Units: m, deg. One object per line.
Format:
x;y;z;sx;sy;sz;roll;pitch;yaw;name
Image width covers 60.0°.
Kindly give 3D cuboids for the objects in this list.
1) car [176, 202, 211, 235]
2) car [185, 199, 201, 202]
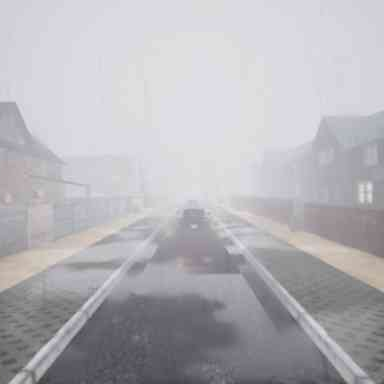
0.093;1.537;18.701;1.812;1.442;4.674;0;0;0;car
0.085;1.545;40.698;1.812;1.442;4.674;0;0;0;car
